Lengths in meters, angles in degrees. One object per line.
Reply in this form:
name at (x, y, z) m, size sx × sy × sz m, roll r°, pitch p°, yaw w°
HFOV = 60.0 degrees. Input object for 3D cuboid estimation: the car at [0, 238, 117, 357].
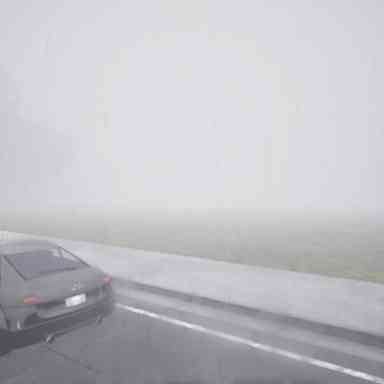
car at (-3.343, 1.563, 6.063) m, size 4.181 × 1.385 × 1.994 m, roll 0°, pitch 0°, yaw 35°
